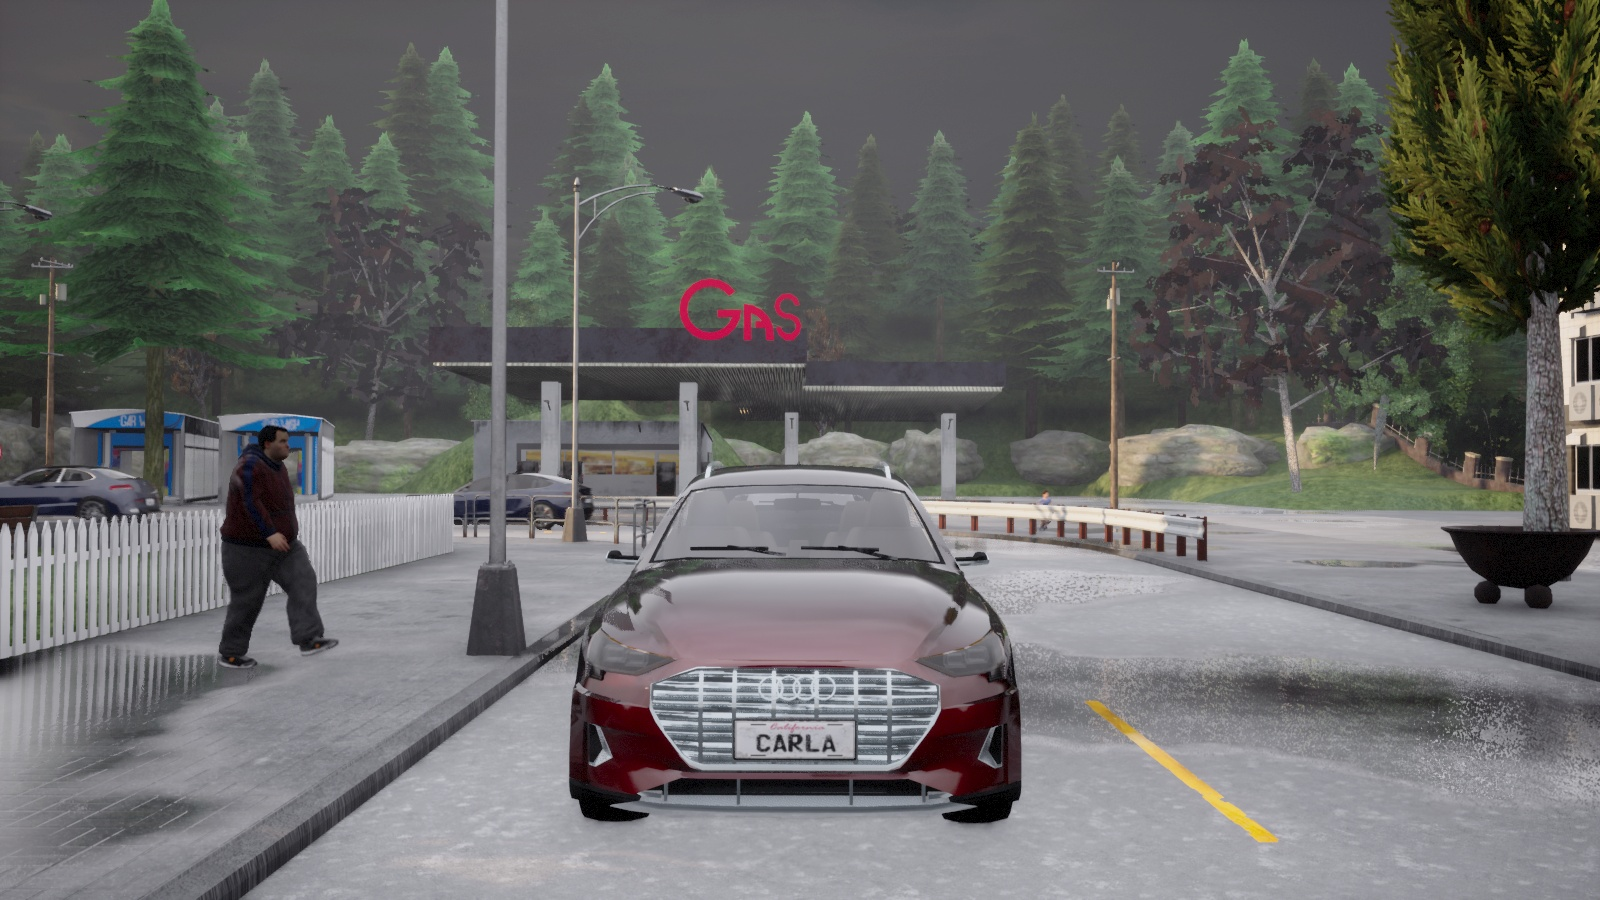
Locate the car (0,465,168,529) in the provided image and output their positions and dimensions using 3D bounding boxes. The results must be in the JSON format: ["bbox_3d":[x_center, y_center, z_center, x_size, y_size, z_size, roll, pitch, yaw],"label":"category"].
[{"bbox_3d":[-19.973,1.236,33.630,5.027,1.651,2.152,0,-1,0],"label":"car"}]

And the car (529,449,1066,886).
[{"bbox_3d":[-0.007,0.865,7.197,2.033,1.649,4.856,0,-1,0],"label":"car"}]

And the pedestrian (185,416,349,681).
[{"bbox_3d":[-3.872,0.693,9.159,0.899,1.844,0.634,0,-1,11],"label":"pedestrian"}]

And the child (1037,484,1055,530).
[{"bbox_3d":[6.010,1.394,30.663,0.255,1.110,0.394,0,-1,-17],"label":"child"}]

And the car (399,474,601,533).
[{"bbox_3d":[-7.969,1.409,33.571,4.792,1.488,2.163,0,-1,9],"label":"car"}]
